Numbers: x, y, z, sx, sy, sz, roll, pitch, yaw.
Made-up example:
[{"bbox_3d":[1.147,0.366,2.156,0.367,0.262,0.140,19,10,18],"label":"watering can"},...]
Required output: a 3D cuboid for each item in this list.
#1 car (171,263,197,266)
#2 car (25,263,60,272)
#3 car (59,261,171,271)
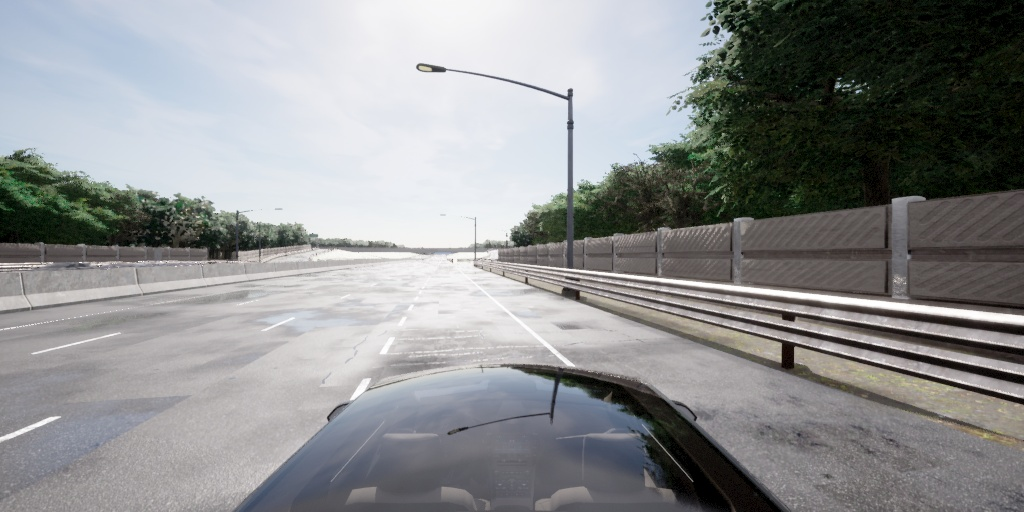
[{"bbox_3d":[-31.021,1.335,33.805,1.994,1.385,4.181,0,0,-11],"label":"car"},{"bbox_3d":[-37.415,1.273,29.964,1.837,1.490,4.892,0,-1,-11],"label":"car"},{"bbox_3d":[-25.451,1.250,23.326,2.128,1.511,4.902,0,0,-11],"label":"car"}]
